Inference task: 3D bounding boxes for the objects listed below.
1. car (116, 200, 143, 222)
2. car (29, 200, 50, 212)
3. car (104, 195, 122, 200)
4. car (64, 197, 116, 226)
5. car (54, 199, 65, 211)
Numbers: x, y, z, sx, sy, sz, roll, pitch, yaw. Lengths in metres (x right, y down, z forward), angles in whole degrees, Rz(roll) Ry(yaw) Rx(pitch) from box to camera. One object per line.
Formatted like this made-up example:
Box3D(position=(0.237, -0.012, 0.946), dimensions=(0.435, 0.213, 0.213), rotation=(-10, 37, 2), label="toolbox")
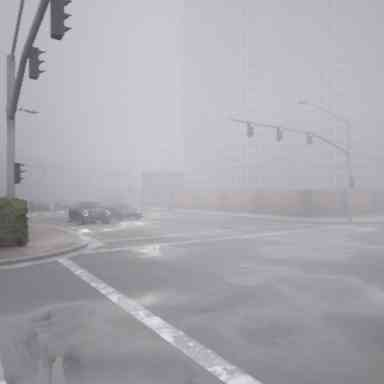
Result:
Box3D(position=(-6.112, 1.686, 28.611), dimensions=(2.033, 1.411, 5.357), rotation=(0, 0, -34), label="car")
Box3D(position=(-19.311, 1.694, 42.033), dimensions=(1.882, 1.535, 5.008), rotation=(0, -1, -34), label="car")
Box3D(position=(-12.359, 1.469, 50.551), dimensions=(2.150, 2.045, 5.566), rotation=(0, 0, -34), label="car")
Box3D(position=(-7.611, 1.474, 24.580), dimensions=(2.097, 1.767, 4.553), rotation=(0, 0, -34), label="car")
Box3D(position=(-17.573, 1.710, 45.745), dimensions=(1.882, 1.535, 5.008), rotation=(0, -1, -34), label="car")
